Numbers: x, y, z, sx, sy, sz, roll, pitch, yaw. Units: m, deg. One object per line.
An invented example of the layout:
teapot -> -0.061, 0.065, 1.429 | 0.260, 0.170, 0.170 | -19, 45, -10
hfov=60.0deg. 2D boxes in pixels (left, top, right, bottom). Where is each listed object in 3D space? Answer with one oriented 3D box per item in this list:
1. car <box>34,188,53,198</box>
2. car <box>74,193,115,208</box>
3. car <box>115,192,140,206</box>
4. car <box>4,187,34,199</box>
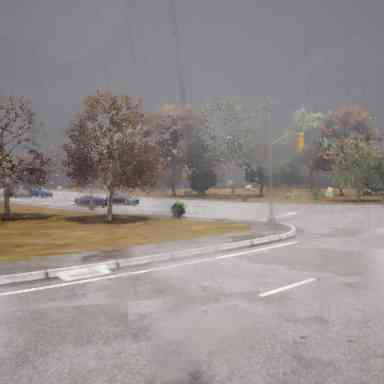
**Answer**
car -> -23.609, 0.037, 51.862 | 5.008, 1.535, 1.882 | 3, 4, 38
car -> -11.180, 0.989, 37.306 | 4.718, 1.301, 1.895 | 2, 3, 39
car -> -8.185, 0.816, 39.385 | 4.892, 1.490, 1.837 | 2, 3, 39
car -> -25.827, 0.054, 49.154 | 4.553, 1.767, 2.097 | 3, 4, 38
